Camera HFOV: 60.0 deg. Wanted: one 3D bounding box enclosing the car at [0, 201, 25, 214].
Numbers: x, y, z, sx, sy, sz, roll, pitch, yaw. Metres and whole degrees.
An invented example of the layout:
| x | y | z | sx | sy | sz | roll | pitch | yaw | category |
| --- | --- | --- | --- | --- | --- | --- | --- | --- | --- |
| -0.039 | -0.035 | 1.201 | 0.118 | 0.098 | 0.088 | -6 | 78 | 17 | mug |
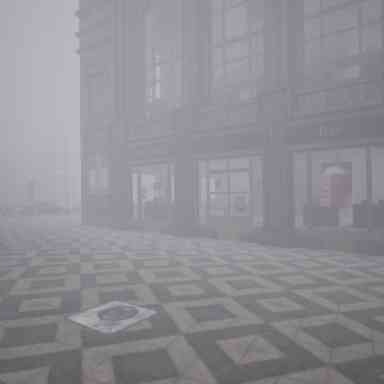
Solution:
| x | y | z | sx | sy | sz | roll | pitch | yaw | category |
| --- | --- | --- | --- | --- | --- | --- | --- | --- | --- |
| -21.123 | 1.694 | 36.759 | 2.008 | 1.369 | 4.403 | -1 | -1 | 35 | car |

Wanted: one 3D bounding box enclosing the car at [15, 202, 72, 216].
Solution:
| x | y | z | sx | sy | sz | roll | pitch | yaw | category |
| --- | --- | --- | --- | --- | --- | --- | --- | --- | --- |
| -14.185 | 1.579 | 31.807 | 1.947 | 1.339 | 4.313 | -1 | -1 | 35 | car |

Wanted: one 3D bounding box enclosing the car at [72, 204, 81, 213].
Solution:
| x | y | z | sx | sy | sz | roll | pitch | yaw | category |
| --- | --- | --- | --- | --- | --- | --- | --- | --- | --- |
| -10.811 | 1.564 | 36.571 | 1.752 | 1.417 | 4.829 | -1 | -1 | 35 | car |

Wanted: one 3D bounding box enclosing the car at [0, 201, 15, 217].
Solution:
| x | y | z | sx | sy | sz | roll | pitch | yaw | category |
| --- | --- | --- | --- | --- | --- | --- | --- | --- | --- |
| -17.464 | 1.544 | 27.181 | 2.008 | 1.369 | 4.403 | -1 | -1 | 35 | car |
